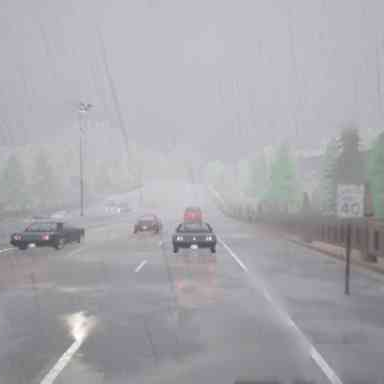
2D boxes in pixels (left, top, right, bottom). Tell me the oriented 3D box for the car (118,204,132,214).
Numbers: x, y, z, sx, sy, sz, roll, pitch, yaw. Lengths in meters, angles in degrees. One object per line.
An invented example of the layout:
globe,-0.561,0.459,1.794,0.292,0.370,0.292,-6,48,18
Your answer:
car,-13.989,3.930,70.049,2.033,1.411,5.357,0,1,0

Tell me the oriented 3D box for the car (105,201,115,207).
car,-20.982,3.105,86.337,2.033,1.411,5.357,0,4,0

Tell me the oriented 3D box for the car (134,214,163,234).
car,-3.396,2.494,26.286,1.812,1.442,4.674,0,-3,0

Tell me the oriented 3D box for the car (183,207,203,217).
car,0.106,2.802,39.468,2.150,2.045,5.566,0,-3,0

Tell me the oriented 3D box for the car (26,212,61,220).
car,-14.084,2.759,30.372,1.895,1.301,4.718,0,-3,0

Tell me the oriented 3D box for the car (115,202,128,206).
car,-17.484,3.238,84.440,1.994,1.385,4.181,0,4,0

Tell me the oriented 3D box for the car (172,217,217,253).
car,0.102,2.092,16.096,1.895,1.301,4.718,0,-3,0

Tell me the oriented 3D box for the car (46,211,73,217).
car,-17.554,3.358,44.876,1.812,1.442,4.674,0,-3,0

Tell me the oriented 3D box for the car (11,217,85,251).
car,-6.898,2.115,16.592,1.895,1.301,4.718,0,-3,0
